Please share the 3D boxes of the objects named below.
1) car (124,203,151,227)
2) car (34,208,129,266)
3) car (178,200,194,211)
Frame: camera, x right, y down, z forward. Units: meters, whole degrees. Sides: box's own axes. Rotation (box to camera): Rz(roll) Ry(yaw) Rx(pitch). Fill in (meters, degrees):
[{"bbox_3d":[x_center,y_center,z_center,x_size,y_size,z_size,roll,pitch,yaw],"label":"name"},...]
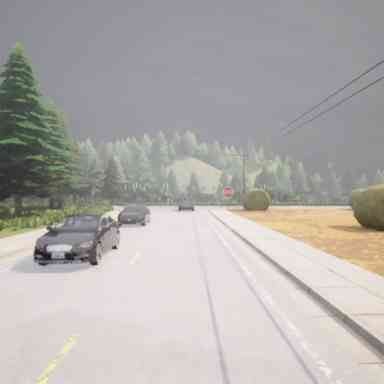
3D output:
[{"bbox_3d":[-4.029,1.574,23.539,1.837,1.490,4.892,0,0,-1],"label":"car"},{"bbox_3d":[-3.805,1.527,11.777,2.128,1.511,4.902,0,0,-1],"label":"car"},{"bbox_3d":[-0.771,1.689,42.767,1.994,1.385,4.181,0,0,-3],"label":"car"}]
